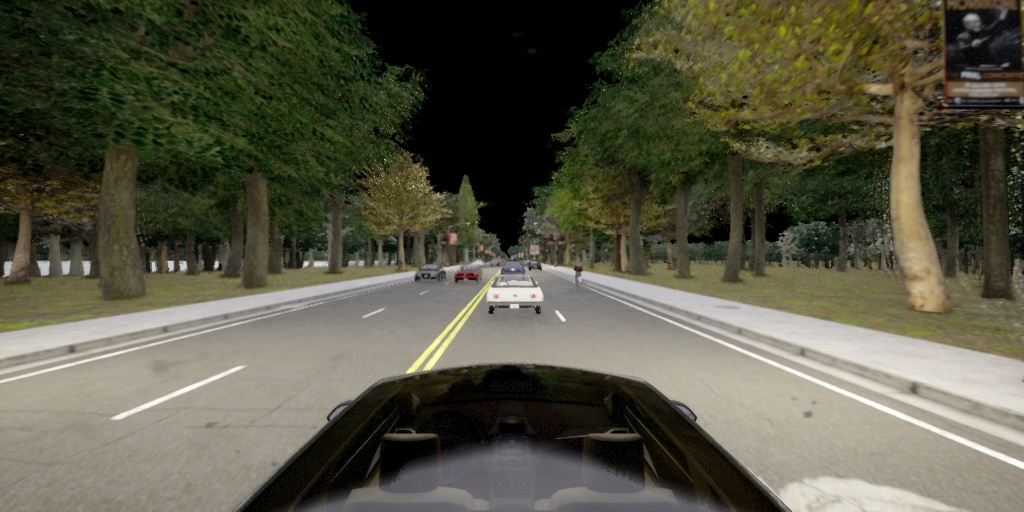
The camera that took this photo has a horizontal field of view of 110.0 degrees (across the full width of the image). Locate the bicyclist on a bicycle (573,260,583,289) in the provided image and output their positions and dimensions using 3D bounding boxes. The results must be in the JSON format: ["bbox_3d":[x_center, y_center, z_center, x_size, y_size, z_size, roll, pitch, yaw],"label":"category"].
[{"bbox_3d":[4.133,1.153,22.517,0.659,1.776,1.843,0,0,0],"label":"bicyclist on a bicycle"}]

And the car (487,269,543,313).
[{"bbox_3d":[0.094,1.367,14.020,1.895,1.301,4.718,0,0,0],"label":"car"}]

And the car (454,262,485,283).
[{"bbox_3d":[-3.360,1.395,28.178,1.895,1.301,4.718,0,0,0],"label":"car"}]

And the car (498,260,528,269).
[{"bbox_3d":[0.086,1.155,32.283,2.097,1.767,4.553,0,0,0],"label":"car"}]

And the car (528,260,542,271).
[{"bbox_3d":[3.330,1.393,52.981,1.812,1.442,4.674,0,0,0],"label":"car"}]

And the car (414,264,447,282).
[{"bbox_3d":[-6.607,1.361,29.513,1.994,1.385,4.181,0,0,0],"label":"car"}]
